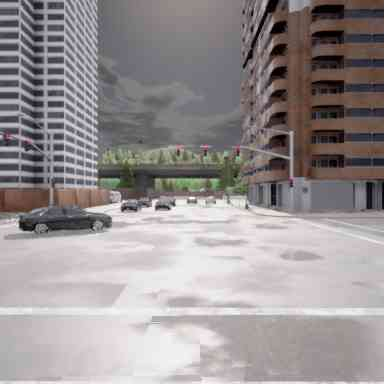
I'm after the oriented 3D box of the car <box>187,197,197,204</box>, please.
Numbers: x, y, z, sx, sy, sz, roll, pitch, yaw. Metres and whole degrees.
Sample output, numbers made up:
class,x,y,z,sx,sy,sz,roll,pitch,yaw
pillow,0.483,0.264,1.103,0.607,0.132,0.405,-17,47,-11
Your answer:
class,x,y,z,sx,sy,sz,roll,pitch,yaw
car,0.014,1.561,63.149,1.994,1.385,4.181,0,0,0

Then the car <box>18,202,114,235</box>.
class,x,y,z,sx,sy,sz,roll,pitch,yaw
car,-6.975,1.505,18.595,4.892,1.490,1.837,0,2,-29

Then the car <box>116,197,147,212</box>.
class,x,y,z,sx,sy,sz,roll,pitch,yaw
car,-7.091,1.546,39.420,2.033,1.411,5.357,0,0,0

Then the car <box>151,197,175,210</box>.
class,x,y,z,sx,sy,sz,roll,pitch,yaw
car,-3.590,1.546,42.289,2.033,1.411,5.357,0,0,0

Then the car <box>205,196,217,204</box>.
class,x,y,z,sx,sy,sz,roll,pitch,yaw
car,3.514,1.523,63.150,1.812,1.442,4.674,0,0,0

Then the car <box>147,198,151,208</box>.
class,x,y,z,sx,sy,sz,roll,pitch,yaw
car,-7.078,1.545,49.773,2.033,1.411,5.357,0,0,0
